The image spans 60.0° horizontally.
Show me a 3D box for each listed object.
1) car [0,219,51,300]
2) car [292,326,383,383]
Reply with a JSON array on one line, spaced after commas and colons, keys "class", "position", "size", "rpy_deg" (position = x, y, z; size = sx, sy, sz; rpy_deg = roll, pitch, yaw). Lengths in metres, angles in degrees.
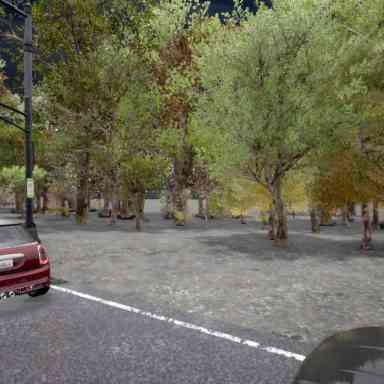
[{"class": "car", "position": [-5.195, 1.350, 7.379], "size": [4.553, 1.767, 2.097], "rpy_deg": [0, 1, 35]}, {"class": "car", "position": [2.944, 1.497, 1.588], "size": [4.892, 1.490, 1.837], "rpy_deg": [0, 1, 36]}]
